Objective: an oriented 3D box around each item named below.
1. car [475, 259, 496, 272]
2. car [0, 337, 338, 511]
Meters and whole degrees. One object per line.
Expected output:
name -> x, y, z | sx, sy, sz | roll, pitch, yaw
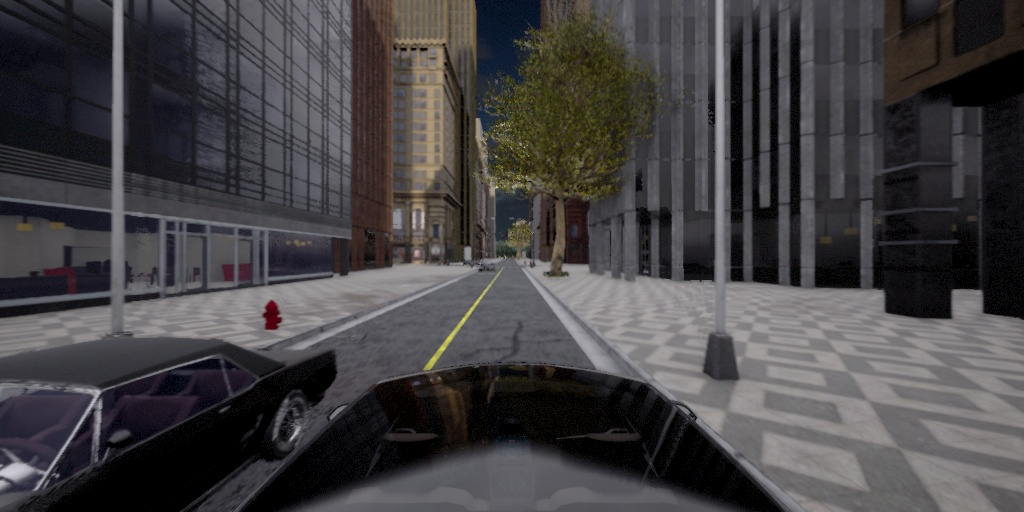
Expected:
car -> -3.076, 1.317, 44.705 | 1.994, 1.385, 4.181 | 0, 0, 0
car -> -3.100, 1.350, 2.232 | 1.895, 1.301, 4.718 | 0, 0, 0
